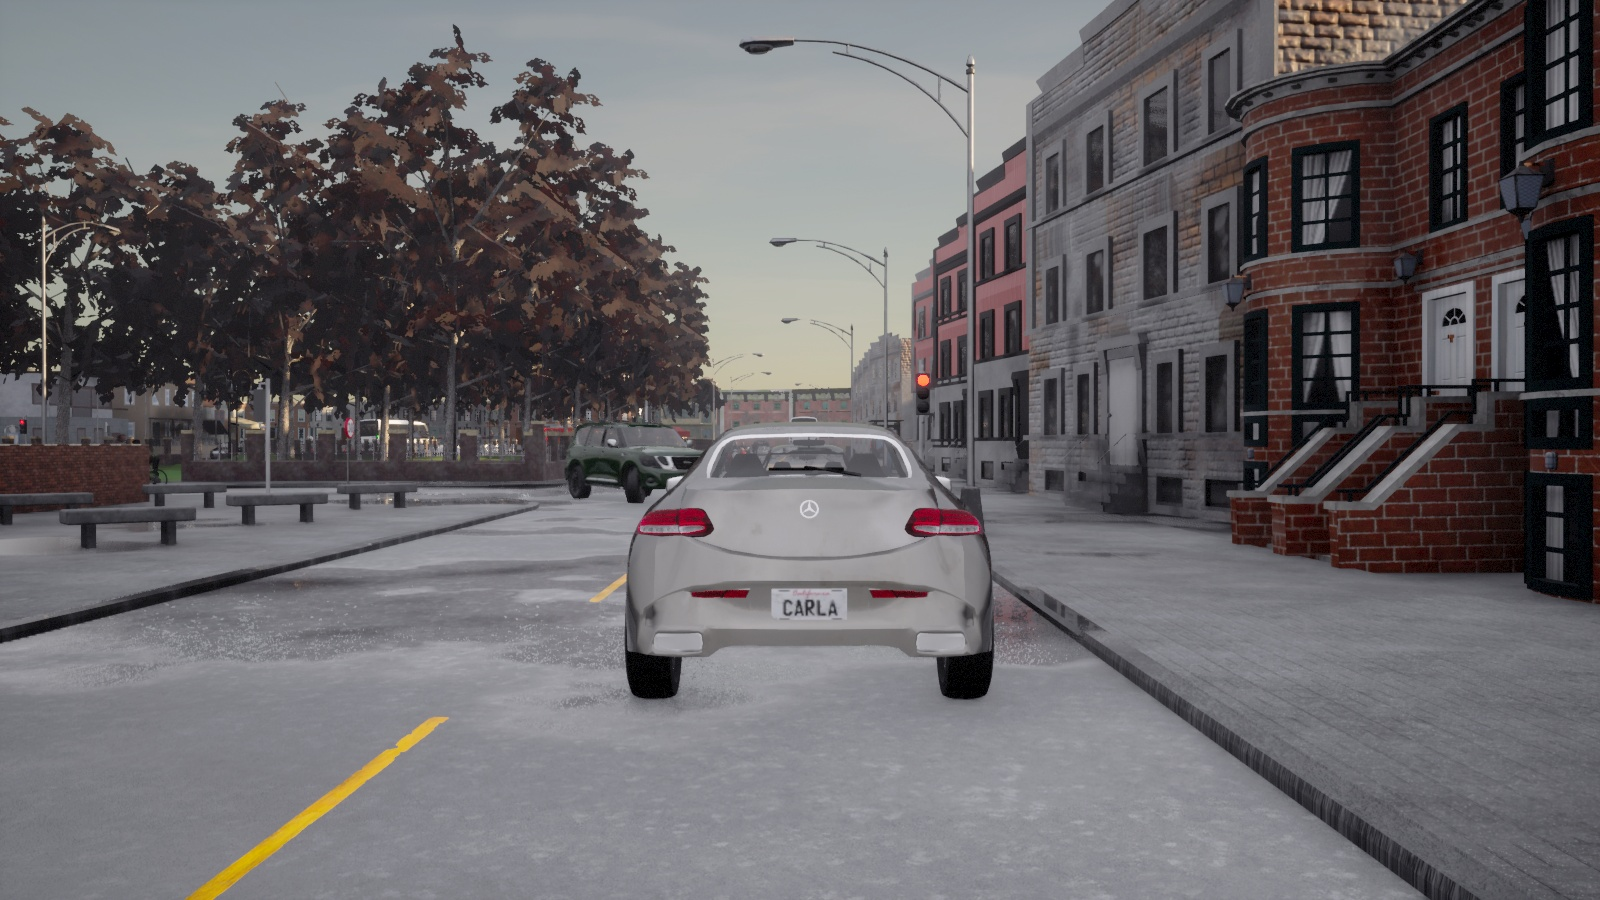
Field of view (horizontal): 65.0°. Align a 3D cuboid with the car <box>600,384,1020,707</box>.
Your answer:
[{"bbox_3d":[0.064,0.475,8.950,2.152,1.651,5.027,0,0,0],"label":"car"}]

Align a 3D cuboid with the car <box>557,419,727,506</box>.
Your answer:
[{"bbox_3d":[-4.212,0.278,32.531,2.150,2.045,5.566,0,0,-33],"label":"car"}]
